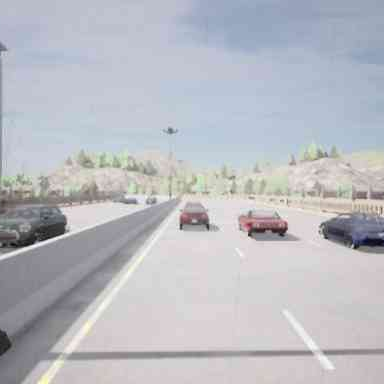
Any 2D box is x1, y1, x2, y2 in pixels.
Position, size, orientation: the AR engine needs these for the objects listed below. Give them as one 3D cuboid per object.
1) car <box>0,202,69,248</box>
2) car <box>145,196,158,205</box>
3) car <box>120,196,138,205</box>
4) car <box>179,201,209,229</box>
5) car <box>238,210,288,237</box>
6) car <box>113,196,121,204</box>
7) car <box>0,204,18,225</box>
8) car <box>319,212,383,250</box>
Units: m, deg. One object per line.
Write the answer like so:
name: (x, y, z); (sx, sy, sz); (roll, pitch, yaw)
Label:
car: (-7.078, 1.340, 14.416); (2.097, 1.767, 4.553); (0, 0, 0)
car: (-6.957, 1.466, 57.419); (2.128, 1.511, 4.902); (0, 0, 1)
car: (-10.453, 1.537, 57.196); (1.994, 1.385, 4.181); (0, 0, 1)
car: (0.146, 1.512, 21.449); (1.812, 1.442, 4.674); (0, 0, 0)
car: (3.626, 1.590, 17.928); (1.895, 1.301, 4.718); (0, 0, 0)
car: (-13.911, 1.480, 64.547); (2.128, 1.511, 4.902); (0, 0, 1)
car: (-14.065, 1.582, 22.641); (1.895, 1.301, 4.718); (0, 0, 0)
car: (7.122, 1.557, 14.384); (1.994, 1.385, 4.181); (0, 0, 0)
